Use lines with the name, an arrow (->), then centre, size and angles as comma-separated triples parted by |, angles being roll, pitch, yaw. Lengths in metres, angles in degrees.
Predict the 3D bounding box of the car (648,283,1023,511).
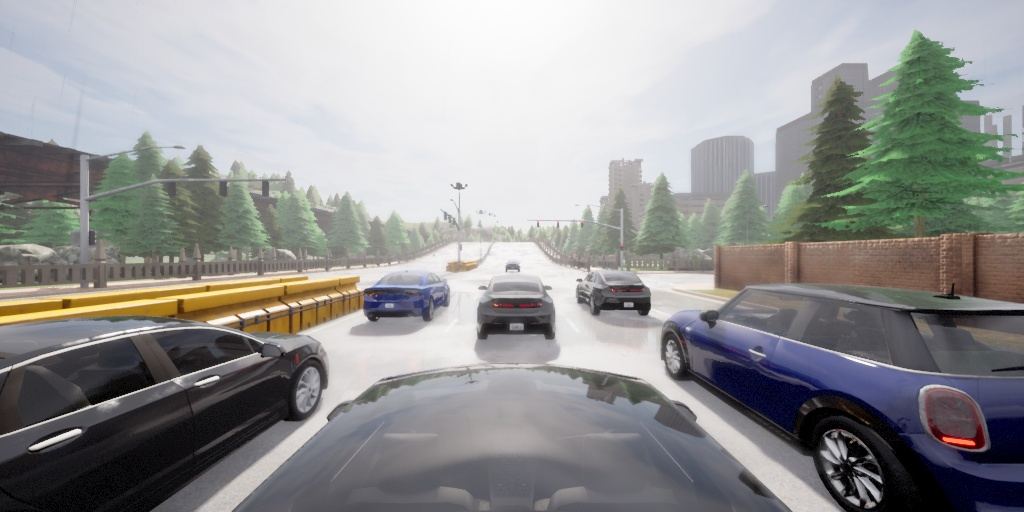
car -> 3.602, 1.102, 4.352 | 2.097, 1.767, 4.553 | 0, 0, 0

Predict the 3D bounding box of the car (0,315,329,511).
car -> -3.400, 1.255, 2.934 | 1.837, 1.490, 4.892 | 0, 0, 0

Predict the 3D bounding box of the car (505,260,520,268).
car -> 0.086, 1.273, 46.245 | 1.812, 1.442, 4.674 | 0, 0, 0

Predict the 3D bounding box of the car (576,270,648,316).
car -> 3.619, 1.254, 13.436 | 1.837, 1.490, 4.892 | 0, 0, 1

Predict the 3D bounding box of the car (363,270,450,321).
car -> -3.399, 1.227, 12.427 | 1.882, 1.535, 5.008 | 0, 0, 0

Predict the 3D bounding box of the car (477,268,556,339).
car -> 0.099, 1.254, 10.003 | 1.837, 1.490, 4.892 | 0, 0, 0
